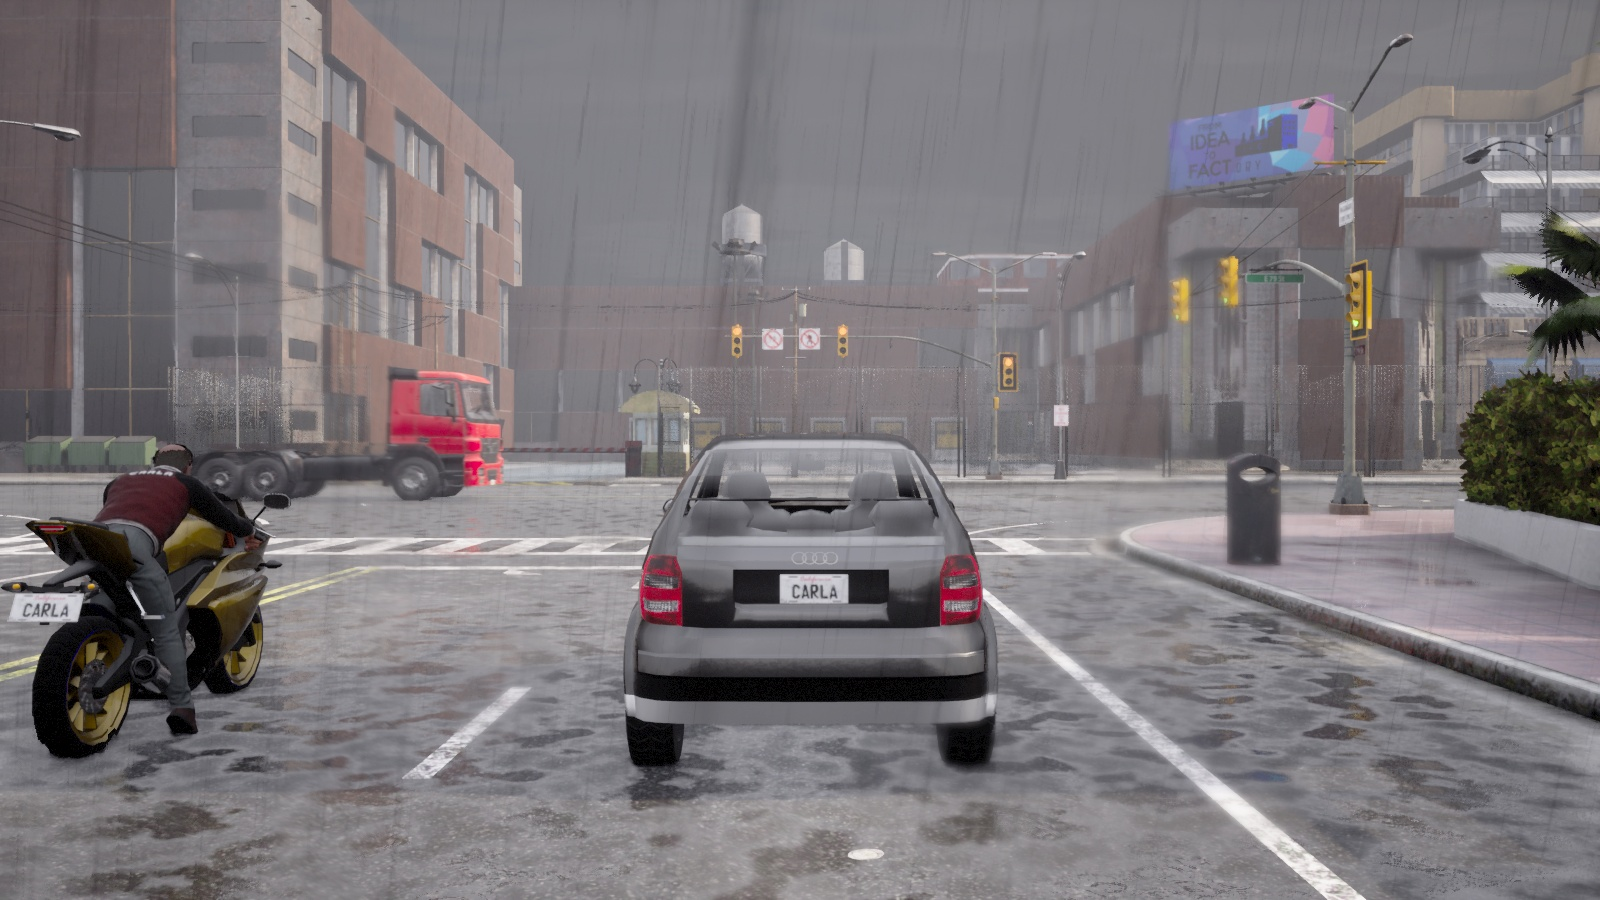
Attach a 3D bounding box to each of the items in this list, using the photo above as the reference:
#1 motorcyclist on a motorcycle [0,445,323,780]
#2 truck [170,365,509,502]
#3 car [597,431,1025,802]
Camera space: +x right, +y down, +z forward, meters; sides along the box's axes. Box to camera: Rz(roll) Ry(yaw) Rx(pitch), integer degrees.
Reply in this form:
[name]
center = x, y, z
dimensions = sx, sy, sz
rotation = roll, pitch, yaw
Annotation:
[motorcyclist on a motorcycle]
center = -3.454, 0.740, 6.842
dimensions = 0.866, 1.530, 2.191
rotation = 0, 0, 0
[truck]
center = -12.038, -0.433, 33.317
dimensions = 7.936, 3.462, 2.891
rotation = 0, 0, 1
[car]
center = 0.051, 0.685, 7.106
dimensions = 1.789, 1.549, 3.705
rotation = 0, 0, 0
